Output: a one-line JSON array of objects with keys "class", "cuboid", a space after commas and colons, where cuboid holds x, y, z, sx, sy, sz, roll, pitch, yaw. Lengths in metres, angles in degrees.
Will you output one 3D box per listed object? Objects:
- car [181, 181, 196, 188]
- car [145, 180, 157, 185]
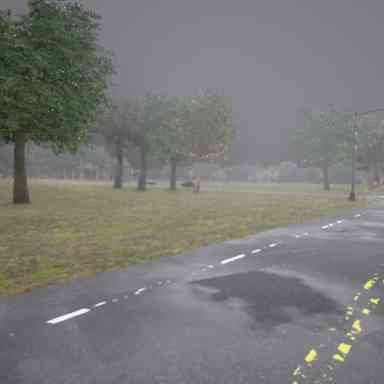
[{"class": "car", "cuboid": [-0.411, -1.708, 74.185, 4.674, 1.442, 1.812, 3, 2, 39]}, {"class": "car", "cuboid": [-11.044, -2.359, 82.924, 4.718, 1.301, 1.895, 4, 2, 39]}]
